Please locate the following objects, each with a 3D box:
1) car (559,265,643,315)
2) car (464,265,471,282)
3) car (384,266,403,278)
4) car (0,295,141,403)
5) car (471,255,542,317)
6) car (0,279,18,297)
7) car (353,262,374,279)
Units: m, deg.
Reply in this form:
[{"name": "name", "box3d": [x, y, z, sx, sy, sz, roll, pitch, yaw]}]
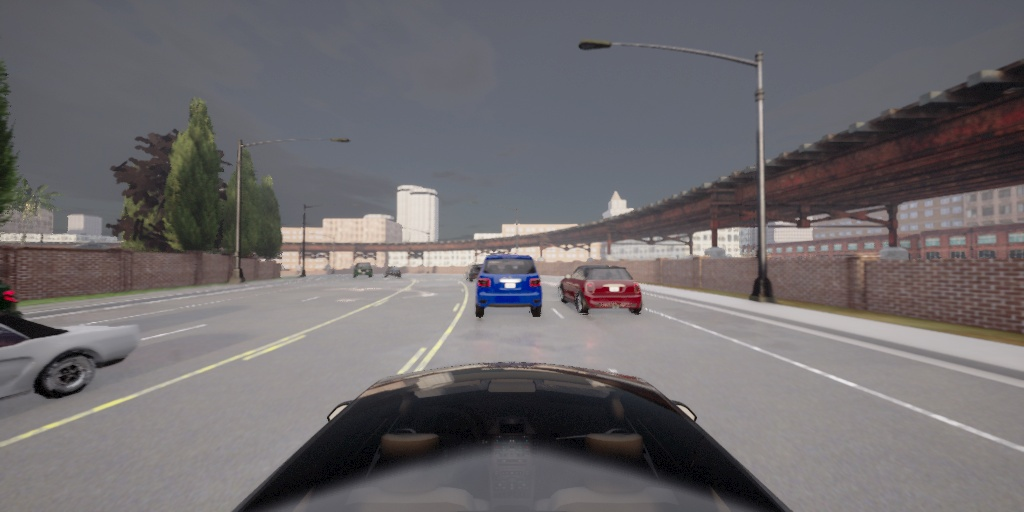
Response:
[{"name": "car", "box3d": [3.206, 1.108, 13.855, 2.097, 1.767, 4.553, 0, 0, -4]}, {"name": "car", "box3d": [-3.024, 1.483, 31.573, 1.837, 1.490, 4.892, 1, -2, -13]}, {"name": "car", "box3d": [-15.111, 2.043, 45.517, 1.837, 1.490, 4.892, 1, -3, -23]}, {"name": "car", "box3d": [-7.139, 1.351, 3.728, 1.895, 1.301, 4.718, 0, 0, -1]}, {"name": "car", "box3d": [-0.229, 0.973, 13.389, 2.150, 2.045, 5.566, 0, 0, -4]}, {"name": "car", "box3d": [-10.642, 0.971, 4.593, 2.150, 2.045, 5.566, 0, 0, -1]}, {"name": "car", "box3d": [-18.768, 1.777, 45.249, 2.150, 2.045, 5.566, 1, -2, -23]}]
